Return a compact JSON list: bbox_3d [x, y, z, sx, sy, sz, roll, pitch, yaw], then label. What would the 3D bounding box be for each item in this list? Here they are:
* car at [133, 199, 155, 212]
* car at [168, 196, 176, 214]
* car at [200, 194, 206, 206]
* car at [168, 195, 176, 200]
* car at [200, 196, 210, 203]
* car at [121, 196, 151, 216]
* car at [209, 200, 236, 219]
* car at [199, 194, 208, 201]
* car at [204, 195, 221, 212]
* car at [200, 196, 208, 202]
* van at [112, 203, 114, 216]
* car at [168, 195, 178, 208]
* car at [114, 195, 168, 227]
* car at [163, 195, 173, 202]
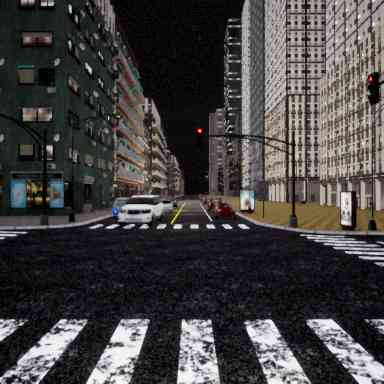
[{"bbox_3d":[-5.636,1.560,39.525,1.887,1.381,4.507,0,0,0],"label":"car"},{"bbox_3d":[-3.061,1.540,36.366,1.812,1.442,4.674,0,0,-1],"label":"car"},{"bbox_3d":[2.765,1.467,56.097,1.967,1.590,4.097,0,0,0],"label":"car"},{"bbox_3d":[-5.570,1.639,94.801,1.947,1.339,4.313,0,0,0],"label":"car"},{"bbox_3d":[2.784,1.590,72.679,1.887,1.381,4.507,0,0,0],"label":"car"},{"bbox_3d":[-5.641,1.327,33.997,2.192,1.841,5.009,0,0,0],"label":"car"},{"bbox_3d":[2.731,1.591,28.458,1.802,1.307,4.206,0,0,0],"label":"car"},{"bbox_3d":[2.799,1.373,83.735,2.192,1.841,5.009,0,0,0],"label":"car"},{"bbox_3d":[2.745,1.455,39.514,1.967,1.590,4.097,0,0,0],"label":"car"},{"bbox_3d":[2.791,1.633,78.207,1.802,1.307,4.206,0,0,0],"label":"car"},{"bbox_3d":[-5.648,1.351,28.469,1.690,1.788,3.998,0,0,0],"label":"van"},{"bbox_3d":[-3.031,1.569,49.526,2.033,1.411,5.357,0,0,0],"label":"car"},{"bbox_3d":[-3.391,1.227,23.415,2.150,2.045,5.566,0,0,6],"label":"car"},{"bbox_3d":[-5.589,1.491,78.218,1.967,1.590,4.097,0,0,0],"label":"car"}]
